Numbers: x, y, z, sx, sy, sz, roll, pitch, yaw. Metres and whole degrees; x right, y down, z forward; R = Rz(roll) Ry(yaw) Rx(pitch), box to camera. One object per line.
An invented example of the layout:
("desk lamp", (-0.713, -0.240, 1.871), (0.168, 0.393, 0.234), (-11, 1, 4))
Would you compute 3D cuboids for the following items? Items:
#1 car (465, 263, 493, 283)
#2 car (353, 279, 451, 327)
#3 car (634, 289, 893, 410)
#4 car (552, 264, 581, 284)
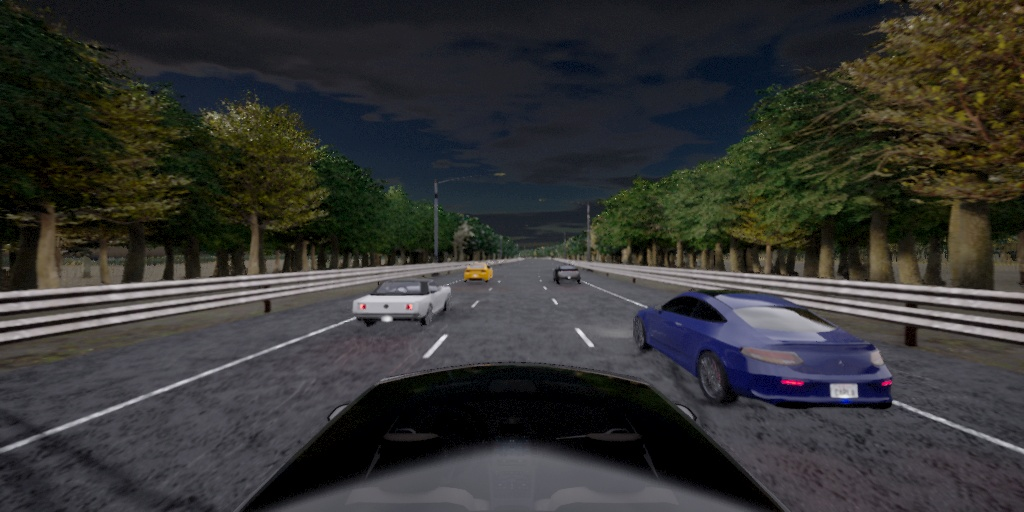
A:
("car", (-2.694, 1.363, 29.922), (1.882, 1.535, 5.008), (0, 0, 3))
("car", (-3.286, 1.396, 11.780), (1.895, 1.301, 4.718), (0, 0, 1))
("car", (3.630, 1.299, 6.198), (1.812, 1.442, 4.674), (0, 0, 1))
("car", (4.238, 1.374, 28.297), (2.128, 1.511, 4.902), (0, 0, 3))
